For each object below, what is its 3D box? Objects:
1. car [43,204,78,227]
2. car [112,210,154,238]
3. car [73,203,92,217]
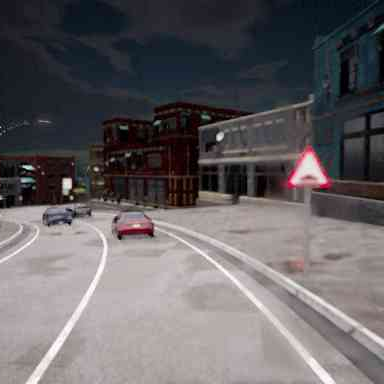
[{"bbox_3d":[-11.046,1.974,27.134,2.033,1.411,5.357,-2,0,-29],"label":"car"},{"bbox_3d":[-3.401,1.689,18.682,1.994,1.385,4.181,-2,0,-17],"label":"car"},{"bbox_3d":[-12.315,1.944,35.655,2.128,1.511,4.902,-3,1,-36],"label":"car"}]
